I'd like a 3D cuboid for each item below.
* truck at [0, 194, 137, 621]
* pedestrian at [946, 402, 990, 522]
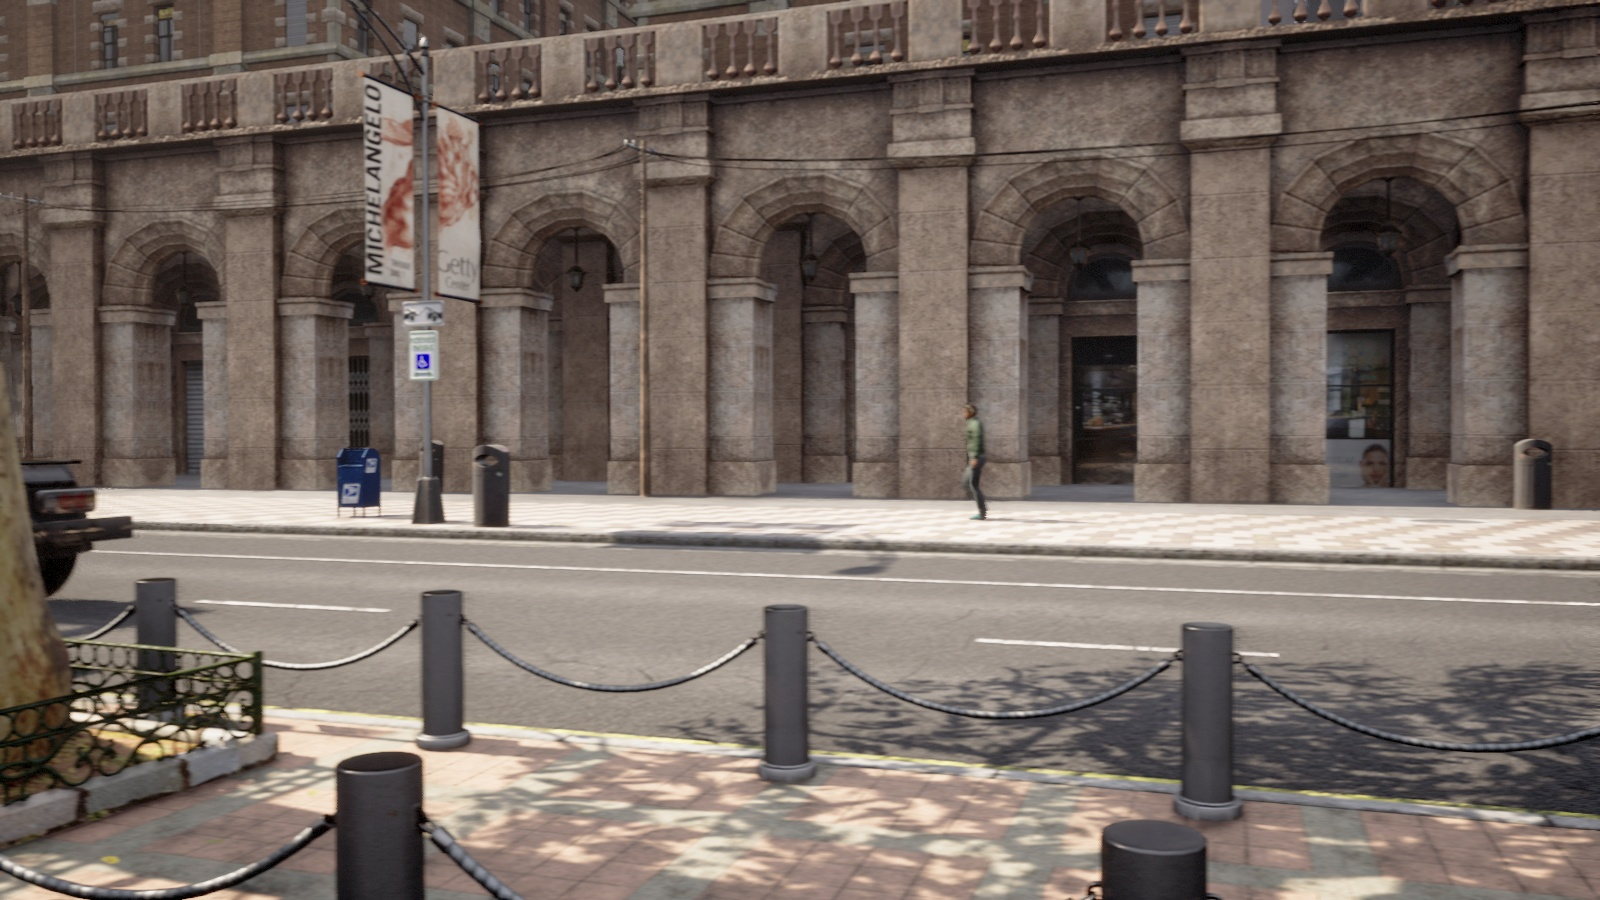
[{"bbox_3d":[-10.285,-0.376,11.364,7.936,3.462,2.891,1,1,19],"label":"truck"},{"bbox_3d":[2.612,0.181,19.497,0.614,1.847,0.353,1,1,20],"label":"pedestrian"}]
